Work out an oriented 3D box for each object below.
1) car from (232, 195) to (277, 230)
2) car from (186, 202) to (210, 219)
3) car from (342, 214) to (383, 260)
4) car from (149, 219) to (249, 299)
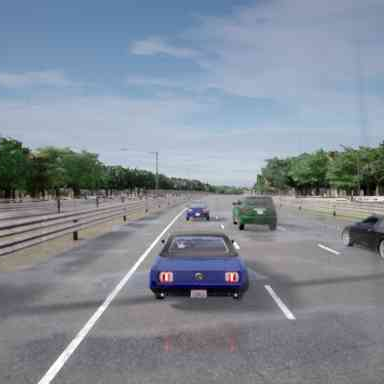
[{"bbox_3d":[3.828,1.215,20.953,2.150,2.045,5.566,0,0,2],"label":"car"},{"bbox_3d":[0.484,1.517,27.252,1.812,1.442,4.674,0,0,1],"label":"car"},{"bbox_3d":[7.196,1.522,12.098,1.812,1.442,4.674,0,0,1],"label":"car"},{"bbox_3d":[0.148,1.597,8.369,1.895,1.301,4.718,0,0,0],"label":"car"}]
